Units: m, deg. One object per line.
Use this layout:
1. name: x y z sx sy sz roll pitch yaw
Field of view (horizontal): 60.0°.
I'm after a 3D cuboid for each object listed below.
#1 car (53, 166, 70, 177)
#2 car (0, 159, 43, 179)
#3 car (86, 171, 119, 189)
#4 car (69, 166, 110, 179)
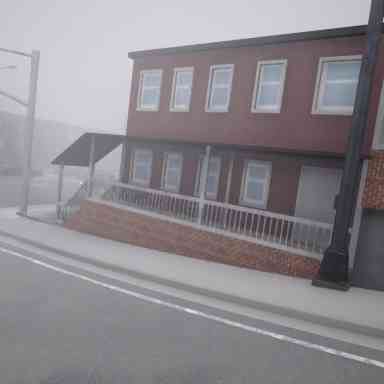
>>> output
1. car: -14.708 -2.667 42.188 2.033 1.411 5.357 11 6 35
2. car: -17.430 -2.140 32.495 2.033 1.411 5.357 11 6 37
3. car: -7.873 -0.990 33.595 1.895 1.301 4.718 11 6 35
4. car: -11.789 -2.176 40.302 1.837 1.490 4.892 11 6 35
